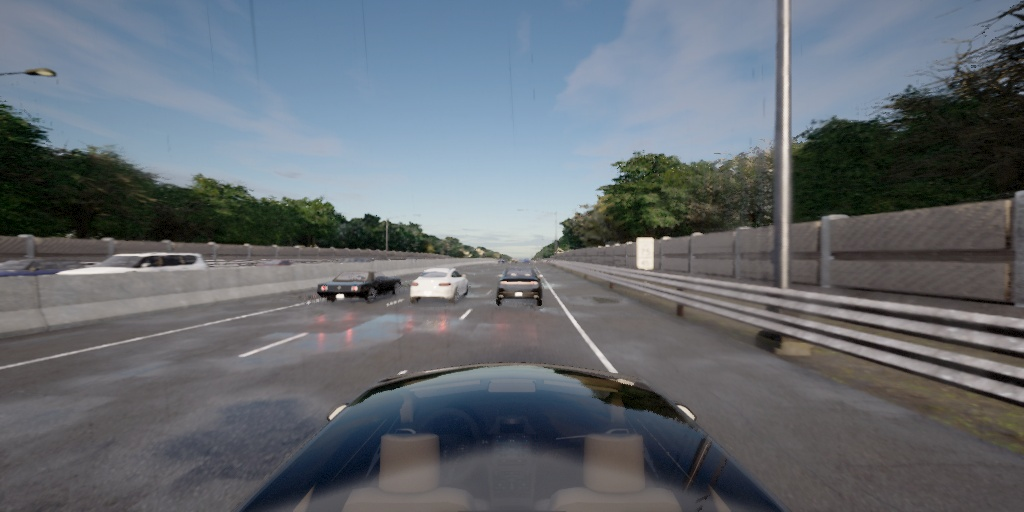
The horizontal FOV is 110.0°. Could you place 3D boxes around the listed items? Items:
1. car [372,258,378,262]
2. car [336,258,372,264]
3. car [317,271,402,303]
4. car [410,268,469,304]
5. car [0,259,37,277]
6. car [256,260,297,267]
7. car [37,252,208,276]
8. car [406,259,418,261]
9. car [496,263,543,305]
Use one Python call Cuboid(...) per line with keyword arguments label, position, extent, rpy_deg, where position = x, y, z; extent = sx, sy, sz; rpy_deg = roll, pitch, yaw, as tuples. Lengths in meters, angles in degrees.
Cuboid(label="car", position=(-22.446, 1.072, 55.529), extent=(1.837, 1.490, 4.892), rpy_deg=(0, 0, 3))
Cuboid(label="car", position=(-16.359, 0.976, 35.910), extent=(2.097, 1.767, 4.553), rpy_deg=(0, 0, 3))
Cuboid(label="car", position=(-6.637, 1.302, 16.283), extent=(1.895, 1.301, 4.718), rpy_deg=(0, 0, 2))
Cuboid(label="car", position=(-3.142, 1.250, 16.105), extent=(1.812, 1.442, 4.674), rpy_deg=(0, 0, 2))
Cuboid(label="car", position=(-24.172, 0.935, 17.908), extent=(2.097, 1.767, 4.553), rpy_deg=(0, 0, 3))
Cuboid(label="car", position=(-23.373, 1.104, 35.722), extent=(1.812, 1.442, 4.674), rpy_deg=(0, 0, 3))
Cuboid(label="car", position=(-17.224, 0.848, 16.704), extent=(2.150, 2.045, 5.566), rpy_deg=(0, 0, 2))
Cuboid(label="car", position=(-15.441, 1.162, 55.483), extent=(2.033, 1.411, 5.357), rpy_deg=(0, 0, 2))
Cuboid(label="car", position=(0.356, 1.239, 15.960), extent=(2.128, 1.511, 4.902), rpy_deg=(0, 0, 2))
